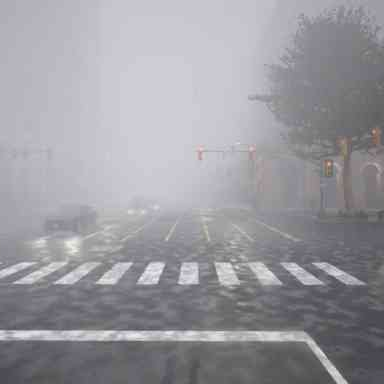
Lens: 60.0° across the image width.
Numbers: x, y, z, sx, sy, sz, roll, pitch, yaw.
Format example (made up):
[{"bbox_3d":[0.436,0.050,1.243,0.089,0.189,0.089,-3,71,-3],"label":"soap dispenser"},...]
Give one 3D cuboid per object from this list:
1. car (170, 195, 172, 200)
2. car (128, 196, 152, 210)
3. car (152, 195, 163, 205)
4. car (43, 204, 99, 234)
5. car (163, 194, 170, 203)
[{"bbox_3d":[-6.298,1.350,86.731,1.812,1.442,4.674,0,0,1],"label":"car"},{"bbox_3d":[-6.884,1.351,42.897,2.097,1.767,4.553,0,0,0],"label":"car"},{"bbox_3d":[-6.784,1.601,58.851,1.895,1.301,4.718,0,0,1],"label":"car"},{"bbox_3d":[-7.004,1.477,19.650,1.882,1.535,5.008,0,0,0],"label":"car"},{"bbox_3d":[-6.533,1.478,71.572,1.882,1.535,5.008,0,0,1],"label":"car"}]
